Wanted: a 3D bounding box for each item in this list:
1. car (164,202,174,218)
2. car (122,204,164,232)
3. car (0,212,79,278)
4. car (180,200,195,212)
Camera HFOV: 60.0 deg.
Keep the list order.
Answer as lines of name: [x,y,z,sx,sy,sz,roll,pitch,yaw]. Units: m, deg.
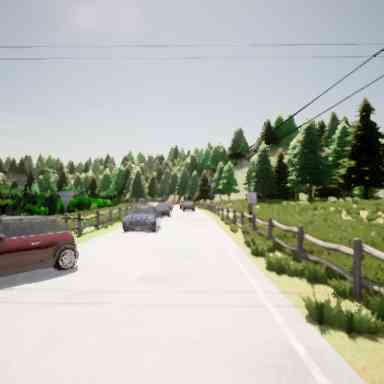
car: [-3.360,2.062,38.037,1.882,1.535,5.008,0,-1,-1]
car: [-3.296,1.700,22.570,2.097,1.767,4.553,0,-1,0]
car: [-5.413,1.461,9.123,2.097,1.767,4.553,-1,-2,28]
car: [-0.527,2.302,51.912,1.837,1.490,4.892,0,-1,-4]
